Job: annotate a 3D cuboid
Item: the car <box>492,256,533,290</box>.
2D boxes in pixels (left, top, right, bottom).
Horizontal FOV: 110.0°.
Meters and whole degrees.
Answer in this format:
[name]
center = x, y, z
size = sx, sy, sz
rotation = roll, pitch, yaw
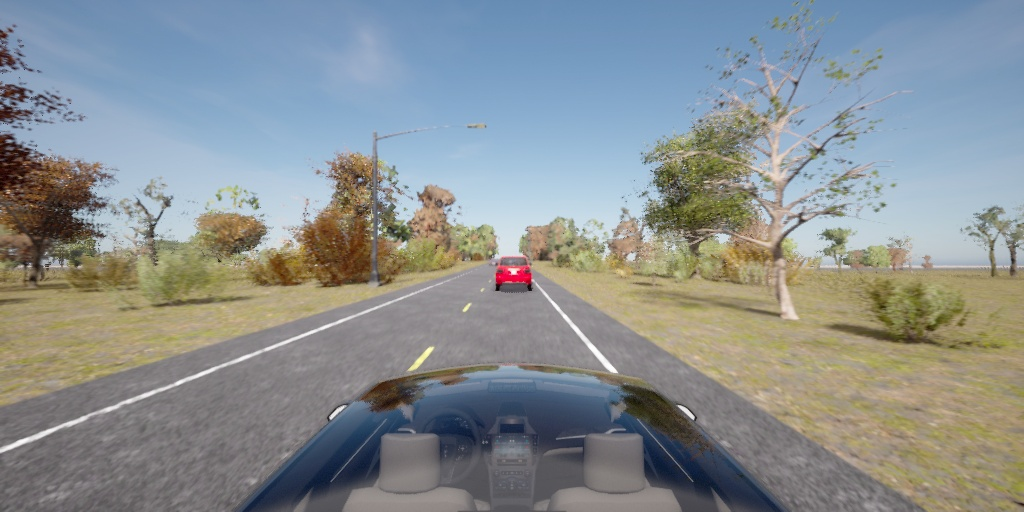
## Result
[car]
center = 0.101, 0.987, 22.464
size = 2.150, 2.045, 5.566
rotation = 0, 0, 0
